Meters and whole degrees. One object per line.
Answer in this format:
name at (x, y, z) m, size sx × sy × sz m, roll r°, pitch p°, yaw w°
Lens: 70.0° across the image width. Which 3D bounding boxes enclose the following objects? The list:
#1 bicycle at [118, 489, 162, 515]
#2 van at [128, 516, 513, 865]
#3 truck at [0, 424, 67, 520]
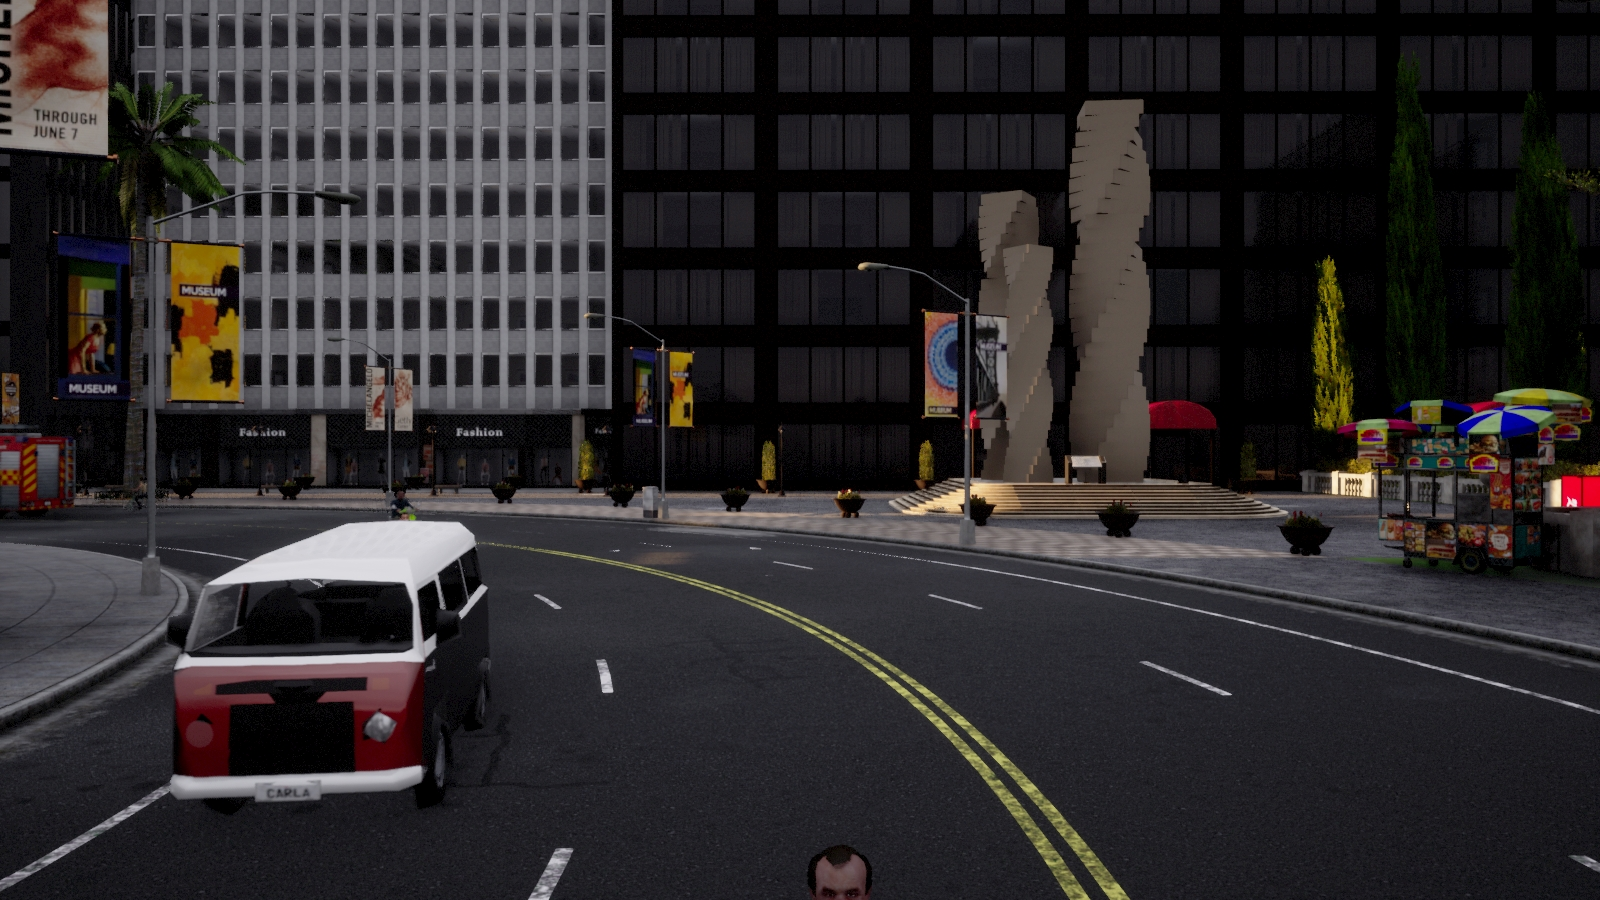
bicycle at (-28.854, 2.256, 49.935) m, size 1.487 × 1.080 × 0.859 m, roll 0°, pitch 0°, yaw 13°
van at (-3.860, 1.775, 10.147) m, size 2.069 × 2.038 × 4.480 m, roll 0°, pitch 1°, yaw -8°
truck at (-35.393, 0.890, 47.429) m, size 8.468 × 3.827 × 2.891 m, roll 0°, pitch 0°, yaw 7°
